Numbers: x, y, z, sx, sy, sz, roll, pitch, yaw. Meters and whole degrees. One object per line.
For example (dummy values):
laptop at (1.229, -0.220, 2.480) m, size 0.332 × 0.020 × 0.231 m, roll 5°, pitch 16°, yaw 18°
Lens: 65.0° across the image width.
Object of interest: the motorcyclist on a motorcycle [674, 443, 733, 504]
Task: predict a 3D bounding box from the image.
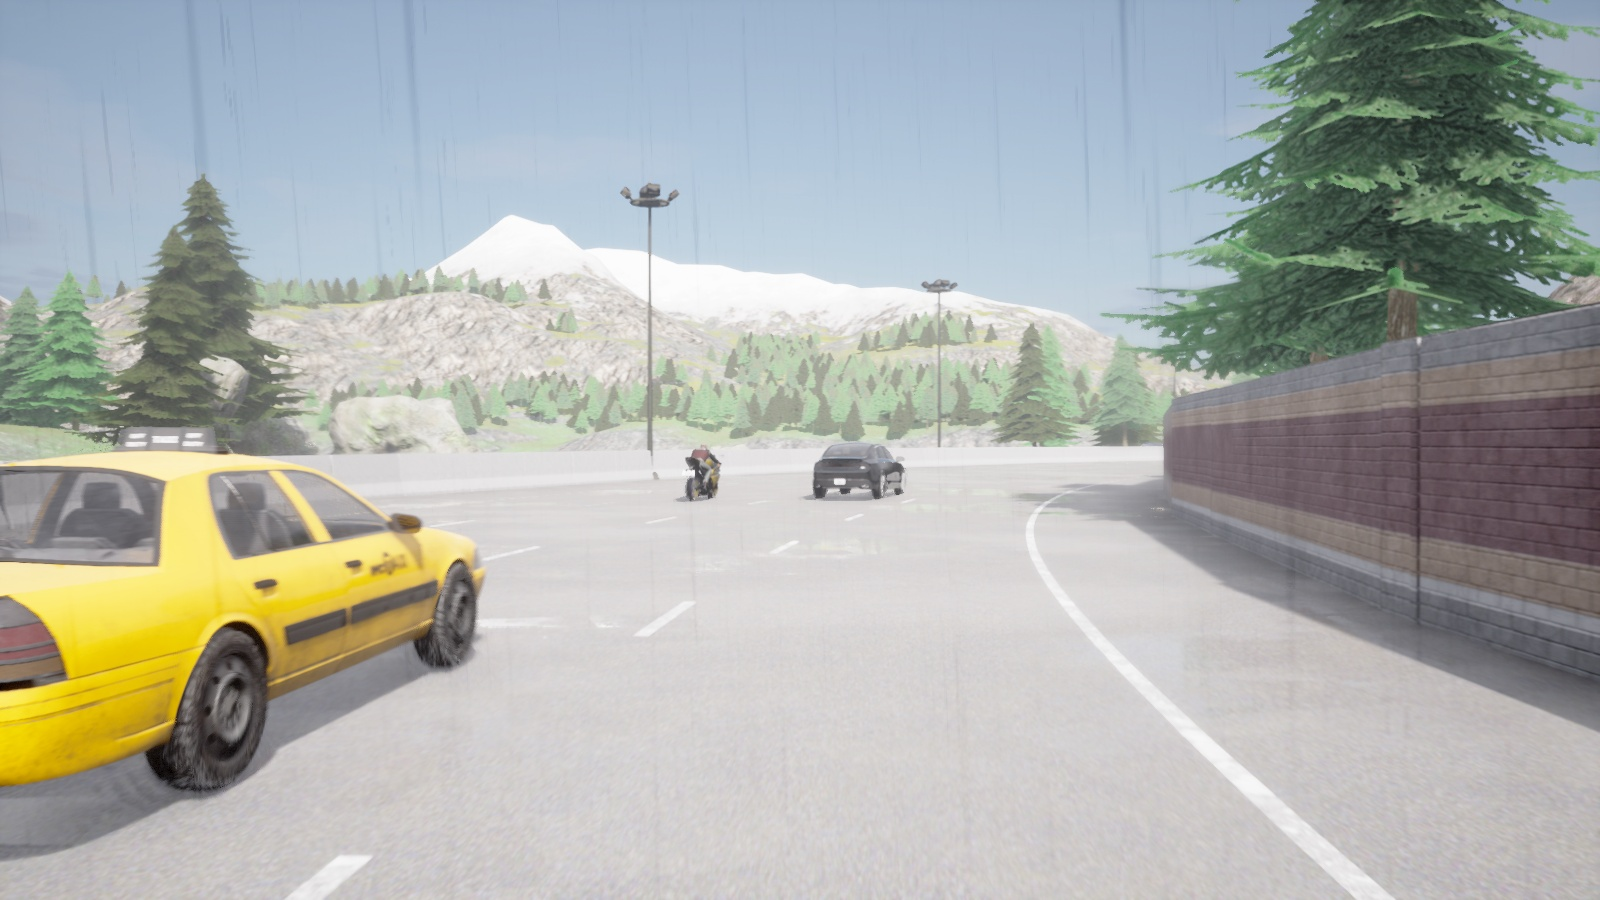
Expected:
motorcyclist on a motorcycle at (-2.512, 0.593, 32.911) m, size 0.866 × 1.530 × 2.191 m, roll 1°, pitch 0°, yaw 15°

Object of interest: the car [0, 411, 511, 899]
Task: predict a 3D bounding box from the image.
car at (-3.239, 0.644, 6.748) m, size 1.801 × 1.575 × 5.366 m, roll 0°, pitch 0°, yaw 4°

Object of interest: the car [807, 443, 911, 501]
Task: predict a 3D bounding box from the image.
car at (1.730, 0.556, 34.937) m, size 1.837 × 1.490 × 4.892 m, roll 0°, pitch 0°, yaw 16°
